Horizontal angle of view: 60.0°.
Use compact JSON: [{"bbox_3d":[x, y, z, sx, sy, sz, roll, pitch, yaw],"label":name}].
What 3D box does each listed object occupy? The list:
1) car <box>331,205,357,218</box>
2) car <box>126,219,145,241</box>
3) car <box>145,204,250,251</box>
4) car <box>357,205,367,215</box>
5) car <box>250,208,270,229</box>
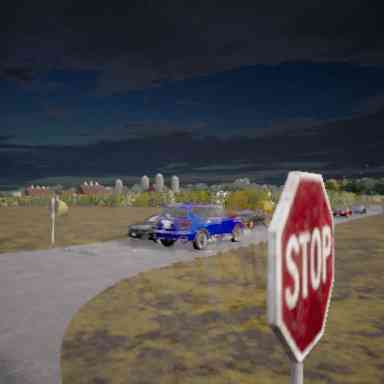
[{"bbox_3d":[18.409,2.472,40.722,1.895,1.301,4.718,0,-1,37],"label":"car"},{"bbox_3d":[-1.445,1.880,18.593,1.882,1.535,5.008,0,-1,36],"label":"car"},{"bbox_3d":[0.518,1.596,16.519,2.150,2.045,5.566,0,-1,36],"label":"car"},{"bbox_3d":[24.342,2.579,48.858,2.033,1.411,5.357,0,-1,36],"label":"car"},{"bbox_3d":[4.676,2.081,26.963,1.837,1.490,4.892,0,-1,37],"label":"car"}]
